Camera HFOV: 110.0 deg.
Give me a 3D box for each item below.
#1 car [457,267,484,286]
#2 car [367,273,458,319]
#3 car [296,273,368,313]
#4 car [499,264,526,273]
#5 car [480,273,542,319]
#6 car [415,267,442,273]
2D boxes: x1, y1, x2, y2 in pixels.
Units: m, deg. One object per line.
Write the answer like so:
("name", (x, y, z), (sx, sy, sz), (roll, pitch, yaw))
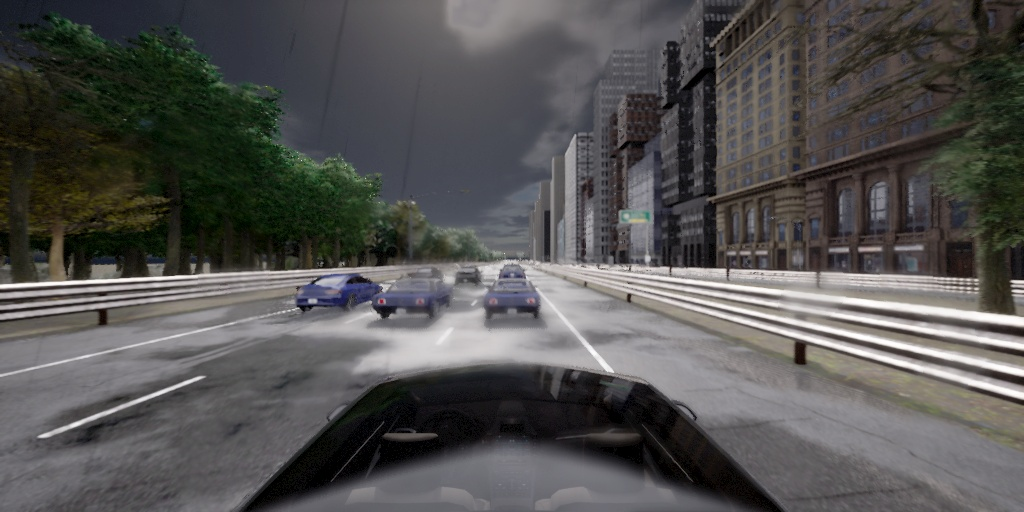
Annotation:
("car", (-3.458, 1.604, 29.182), (1.837, 1.490, 4.892), (0, 0, 1))
("car", (-3.466, 1.494, 13.547), (1.895, 1.301, 4.718), (0, -1, 1))
("car", (-6.952, 1.435, 14.847), (1.812, 1.442, 4.674), (0, 0, 1))
("car", (0.042, 1.448, 29.067), (2.097, 1.767, 4.553), (0, -1, 1))
("car", (0.035, 1.494, 13.545), (1.895, 1.301, 4.718), (0, -1, 1))
("car", (-6.952, 1.632, 29.848), (1.812, 1.442, 4.674), (0, -1, 1))
